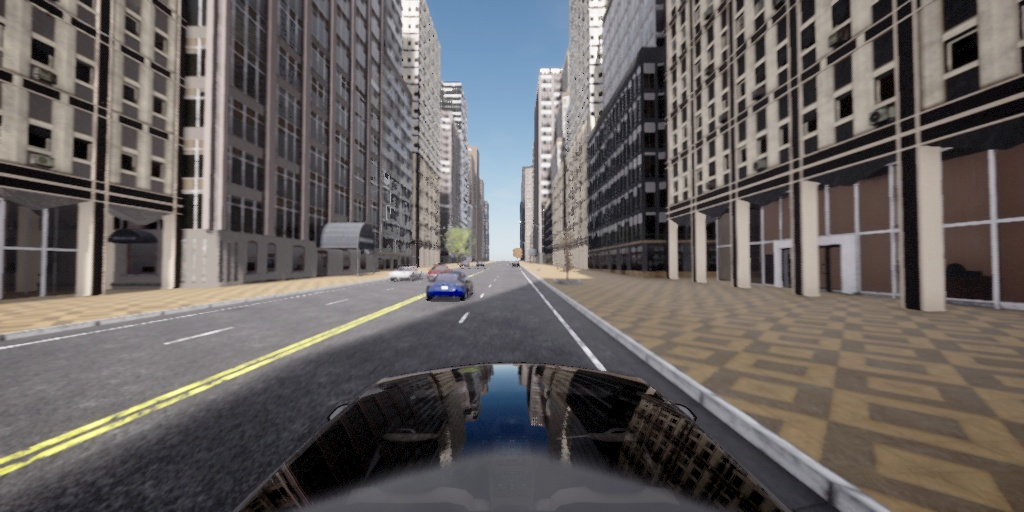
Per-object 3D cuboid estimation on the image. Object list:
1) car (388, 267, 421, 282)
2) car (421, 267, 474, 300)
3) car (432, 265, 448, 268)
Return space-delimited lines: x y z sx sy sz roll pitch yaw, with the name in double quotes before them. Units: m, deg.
"car" -9.846 1.647 33.334 1.895 1.301 4.718 0 -1 0
"car" -3.152 1.475 18.823 1.994 1.385 4.181 0 -1 0
"car" -6.596 1.569 32.954 1.812 1.442 4.674 0 -1 0
